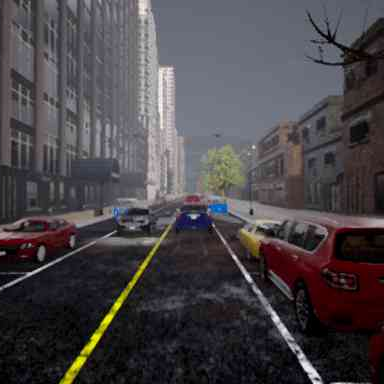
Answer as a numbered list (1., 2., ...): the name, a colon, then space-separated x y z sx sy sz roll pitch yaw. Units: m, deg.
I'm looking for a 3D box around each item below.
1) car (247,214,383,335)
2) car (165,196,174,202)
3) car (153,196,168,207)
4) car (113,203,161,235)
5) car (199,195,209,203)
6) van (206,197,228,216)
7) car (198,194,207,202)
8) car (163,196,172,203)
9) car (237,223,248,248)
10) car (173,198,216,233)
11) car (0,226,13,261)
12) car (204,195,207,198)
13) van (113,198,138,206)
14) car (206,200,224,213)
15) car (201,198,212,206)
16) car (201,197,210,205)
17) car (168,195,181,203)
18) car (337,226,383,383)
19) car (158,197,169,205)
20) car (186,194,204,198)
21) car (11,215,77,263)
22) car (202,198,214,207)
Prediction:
1. car: 2.704 1.343 6.657 2.192 1.841 5.009 1 0 0
2. car: -5.670 1.825 84.304 1.947 1.339 4.313 1 0 0
3. car: -5.673 1.775 56.573 1.802 1.307 4.206 1 0 0
4. car: -3.097 1.603 19.575 1.812 1.442 4.674 0 0 0
5. car: 2.713 1.562 78.758 2.192 1.841 5.009 1 0 0
6. van: 2.707 1.468 34.389 1.690 1.788 3.998 1 0 0
7. car: 2.715 1.585 89.851 2.192 1.841 5.009 1 0 0
8. car: -5.670 1.772 78.586 1.752 1.417 4.829 1 0 0
9. car: 2.702 1.576 12.373 1.752 1.417 4.829 1 0 0
10. car: 0.100 1.431 20.350 2.097 1.767 4.553 0 0 0
11. car: -5.680 1.611 6.656 1.802 1.307 4.206 1 0 0
12. car: 2.707 1.602 45.481 1.967 1.590 4.097 1 0 0
13. van: -5.673 1.451 28.843 1.690 1.788 3.998 1 0 0
14. car: 2.705 1.711 39.934 1.947 1.339 4.313 1 0 0
15. car: 2.708 1.789 62.119 1.802 1.307 4.206 1 0 0
16. car: 2.709 1.747 67.835 1.752 1.417 4.829 1 0 0
17. car: -2.994 1.173 60.350 2.097 1.767 4.553 0 0 0
18. car: 2.703 1.320 1.108 2.192 1.841 5.009 1 0 0
19. car: -5.671 1.746 67.494 1.752 1.417 4.829 1 0 0
20. car: 0.104 1.379 44.902 2.150 2.045 5.566 0 0 0
21. car: -5.679 1.595 12.202 1.887 1.381 4.507 1 0 0
22. car: 2.708 1.737 56.574 1.887 1.381 4.507 1 0 0
